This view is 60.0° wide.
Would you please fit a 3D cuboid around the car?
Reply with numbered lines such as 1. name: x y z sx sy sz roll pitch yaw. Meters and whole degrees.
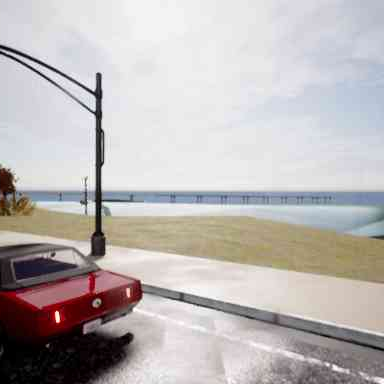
1. car: -3.201 1.596 5.974 4.718 1.301 1.895 0 0 36
